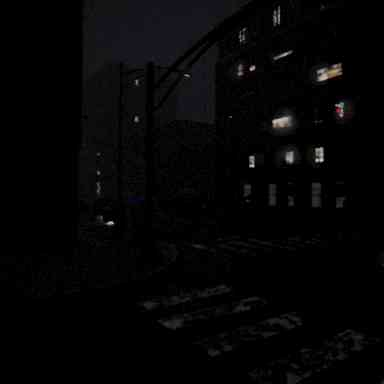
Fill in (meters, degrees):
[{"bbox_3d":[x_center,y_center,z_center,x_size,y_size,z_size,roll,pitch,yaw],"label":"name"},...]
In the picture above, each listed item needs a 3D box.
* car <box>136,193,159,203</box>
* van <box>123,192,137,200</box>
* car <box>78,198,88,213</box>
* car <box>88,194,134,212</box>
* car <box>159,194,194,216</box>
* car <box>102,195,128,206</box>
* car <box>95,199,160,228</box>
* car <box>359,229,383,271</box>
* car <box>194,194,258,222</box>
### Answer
[{"bbox_3d":[-3.682,1.115,34.291,1.967,1.590,4.097,2,0,-36],"label":"car"},{"bbox_3d":[-6.889,0.921,38.782,1.690,1.788,3.998,2,0,-36],"label":"van"},{"bbox_3d":[-10.500,1.111,29.414,1.887,1.381,4.507,2,0,-36],"label":"car"},{"bbox_3d":[-7.265,1.162,29.493,1.837,1.490,4.892,1,1,-36],"label":"car"},{"bbox_3d":[-0.466,1.088,29.798,2.192,1.841,5.009,2,0,-36],"label":"car"},{"bbox_3d":[-10.108,1.067,43.274,1.802,1.307,4.206,2,0,-36],"label":"car"},{"bbox_3d":[-4.077,1.330,20.427,1.947,1.339,4.313,2,0,-36],"label":"car"},{"bbox_3d":[7.257,1.666,9.173,1.837,1.490,4.892,1,-1,-36],"label":"car"},{"bbox_3d":[2.746,1.188,25.304,2.192,1.841,5.009,2,0,-36],"label":"car"}]
